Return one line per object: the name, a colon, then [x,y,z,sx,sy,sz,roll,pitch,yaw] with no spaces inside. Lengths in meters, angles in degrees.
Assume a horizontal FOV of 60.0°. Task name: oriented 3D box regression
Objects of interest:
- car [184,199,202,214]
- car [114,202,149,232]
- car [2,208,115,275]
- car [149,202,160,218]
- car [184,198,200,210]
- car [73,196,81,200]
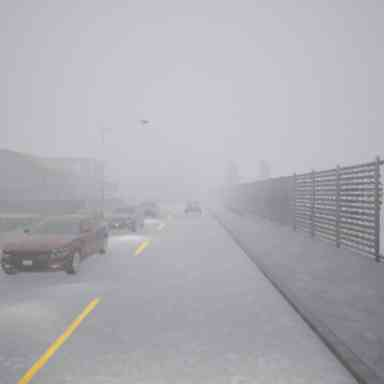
car: [0.097,1.624,36.020,2.033,1.411,5.357,0,0,-1]
car: [-4.096,1.549,20.510,1.837,1.490,4.892,0,0,0]
car: [-4.102,1.501,10.792,1.882,1.535,5.008,0,0,0]
car: [-4.065,1.613,30.966,2.033,1.411,5.357,0,0,0]
car: [-0.007,1.647,46.984,2.033,1.411,5.357,0,0,0]
car: [-17.287,1.232,46.224,3.633,1.501,1.845,0,0,0]
